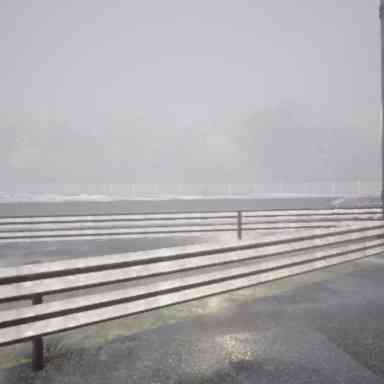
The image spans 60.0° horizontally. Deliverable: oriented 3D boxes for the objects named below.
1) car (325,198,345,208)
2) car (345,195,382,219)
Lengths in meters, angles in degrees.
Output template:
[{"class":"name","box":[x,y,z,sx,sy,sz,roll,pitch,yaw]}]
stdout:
[{"class":"car","box":[13.177,1.194,27.135,4.674,1.442,1.812,-1,0,-10]},{"class":"car","box":[13.821,1.021,23.696,4.553,1.767,2.097,-1,0,-10]}]
